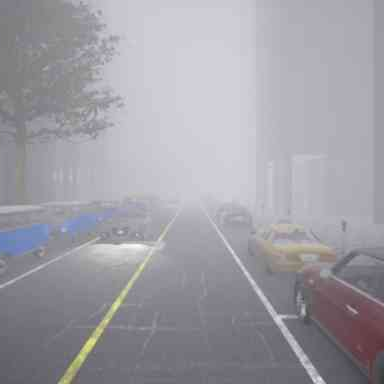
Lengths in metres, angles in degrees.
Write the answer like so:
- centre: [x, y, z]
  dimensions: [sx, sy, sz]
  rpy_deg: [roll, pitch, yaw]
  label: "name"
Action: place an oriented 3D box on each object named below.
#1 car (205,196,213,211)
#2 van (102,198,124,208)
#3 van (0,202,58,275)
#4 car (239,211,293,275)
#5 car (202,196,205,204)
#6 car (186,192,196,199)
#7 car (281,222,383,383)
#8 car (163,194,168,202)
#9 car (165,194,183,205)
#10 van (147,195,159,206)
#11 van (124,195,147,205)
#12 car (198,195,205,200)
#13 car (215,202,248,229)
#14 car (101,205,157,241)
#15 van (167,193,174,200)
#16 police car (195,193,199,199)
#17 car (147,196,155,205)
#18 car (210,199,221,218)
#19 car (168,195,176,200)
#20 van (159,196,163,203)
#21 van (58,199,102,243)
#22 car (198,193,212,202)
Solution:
- centre: [2.760, 1.478, 38.280]
  dimensions: [1.752, 1.417, 4.829]
  rpy_deg: [0, 0, 0]
  label: "car"
- centre: [-5.763, 1.313, 21.246]
  dimensions: [1.690, 1.788, 3.998]
  rpy_deg: [0, 0, 0]
  label: "van"
- centre: [-5.762, 1.327, 10.009]
  dimensions: [1.690, 1.788, 3.998]
  rpy_deg: [0, 0, 0]
  label: "van"
- centre: [2.763, 1.511, 10.186]
  dimensions: [1.752, 1.417, 4.829]
  rpy_deg: [0, 0, 0]
  label: "car"
- centre: [2.759, 1.514, 43.729]
  dimensions: [1.947, 1.339, 4.313]
  rpy_deg: [0, 0, 0]
  label: "car"
- centre: [-0.009, 1.007, 93.977]
  dimensions: [2.150, 2.045, 5.566]
  rpy_deg: [0, 0, 0]
  label: "car"
- centre: [2.763, 1.433, 4.397]
  dimensions: [1.967, 1.590, 4.097]
  rpy_deg: [0, 0, 0]
  label: "car"
- centre: [-5.769, 1.457, 66.023]
  dimensions: [1.752, 1.417, 4.829]
  rpy_deg: [0, 0, 0]
  label: "car"
- centre: [-3.058, 1.537, 57.663]
  dimensions: [1.895, 1.301, 4.718]
  rpy_deg: [0, 0, 1]
  label: "car"
- centre: [-5.766, 1.289, 43.719]
  dimensions: [1.690, 1.788, 3.998]
  rpy_deg: [0, 0, 0]
  label: "van"
- centre: [-5.765, 1.300, 32.482]
  dimensions: [1.690, 1.788, 3.998]
  rpy_deg: [0, 0, 0]
  label: "van"
- centre: [2.754, 1.446, 94.468]
  dimensions: [1.752, 1.417, 4.829]
  rpy_deg: [0, 0, 0]
  label: "car"
- centre: [2.761, 1.538, 21.254]
  dimensions: [1.947, 1.339, 4.313]
  rpy_deg: [0, 0, 0]
  label: "car"
- centre: [-3.102, 1.542, 16.372]
  dimensions: [1.994, 1.385, 4.181]
  rpy_deg: [0, 0, 0]
  label: "car"
- centre: [-5.771, 1.264, 88.666]
  dimensions: [1.690, 1.788, 3.998]
  rpy_deg: [0, 0, 0]
  label: "van"
- centre: [2.359, 1.352, 75.918]
  dimensions: [1.930, 1.638, 5.238]
  rpy_deg: [0, 0, 0]
  label: "police car"
- centre: [-5.765, 1.498, 38.101]
  dimensions: [1.887, 1.381, 4.507]
  rpy_deg: [0, 0, 0]
  label: "car"
- centre: [2.761, 1.531, 26.872]
  dimensions: [1.947, 1.339, 4.313]
  rpy_deg: [0, 0, 0]
  label: "car"
- centre: [-5.771, 1.472, 94.285]
  dimensions: [2.008, 1.369, 4.403]
  rpy_deg: [0, 0, 0]
  label: "car"
- centre: [-5.766, 1.284, 49.338]
  dimensions: [1.690, 1.788, 3.998]
  rpy_deg: [0, 0, 0]
  label: "van"
- centre: [-5.763, 1.320, 15.627]
  dimensions: [1.690, 1.788, 3.998]
  rpy_deg: [0, 0, 0]
  label: "van"
- centre: [2.757, 1.249, 60.585]
  dimensions: [2.192, 1.841, 5.009]
  rpy_deg: [0, 0, 0]
  label: "car"
